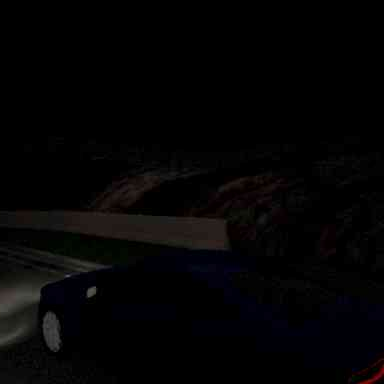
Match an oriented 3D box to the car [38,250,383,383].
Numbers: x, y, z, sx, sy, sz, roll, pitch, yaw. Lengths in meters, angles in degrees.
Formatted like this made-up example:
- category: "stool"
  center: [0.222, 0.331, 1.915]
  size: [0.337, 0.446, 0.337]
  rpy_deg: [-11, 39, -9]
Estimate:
- category: "car"
  center: [-0.109, 1.515, 4.319]
  size: [5.008, 1.535, 1.882]
  rpy_deg: [-1, -1, 39]
